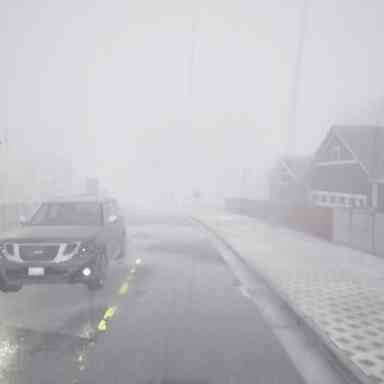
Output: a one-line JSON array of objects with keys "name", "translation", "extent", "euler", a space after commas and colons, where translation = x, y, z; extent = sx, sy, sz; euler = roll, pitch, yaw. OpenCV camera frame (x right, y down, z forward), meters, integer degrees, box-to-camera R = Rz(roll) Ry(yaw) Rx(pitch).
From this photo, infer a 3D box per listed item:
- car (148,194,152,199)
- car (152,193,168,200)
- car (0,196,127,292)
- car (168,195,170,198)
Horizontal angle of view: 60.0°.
[{"name": "car", "translation": [-10.495, 1.291, 87.337], "extent": [1.837, 1.490, 4.892], "euler": [0, 0, 3]}, {"name": "car", "translation": [-7.902, 1.145, 82.004], "extent": [2.097, 1.767, 4.553], "euler": [0, 0, 1]}, {"name": "car", "translation": [-3.162, 1.166, 9.197], "extent": [2.150, 2.045, 5.566], "euler": [0, 0, -3]}, {"name": "car", "translation": [-7.326, 0.984, 93.987], "extent": [2.097, 1.767, 4.553], "euler": [0, 0, 5]}]
